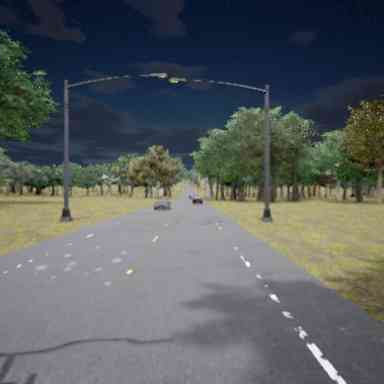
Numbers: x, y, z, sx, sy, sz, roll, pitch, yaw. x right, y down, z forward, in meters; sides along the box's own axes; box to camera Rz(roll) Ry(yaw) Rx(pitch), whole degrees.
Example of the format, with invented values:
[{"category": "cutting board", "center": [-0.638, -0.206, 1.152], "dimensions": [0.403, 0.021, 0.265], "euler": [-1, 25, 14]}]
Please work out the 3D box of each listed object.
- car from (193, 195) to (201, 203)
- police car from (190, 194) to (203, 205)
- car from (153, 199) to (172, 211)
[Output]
[{"category": "car", "center": [1.044, 1.517, 72.042], "dimensions": [1.801, 1.575, 5.366], "euler": [0, 0, 0]}, {"category": "police car", "center": [1.045, 1.456, 61.959], "dimensions": [1.930, 1.638, 5.238], "euler": [0, 0, 0]}, {"category": "car", "center": [-3.586, 1.556, 40.978], "dimensions": [1.994, 1.385, 4.181], "euler": [0, 0, 0]}]
